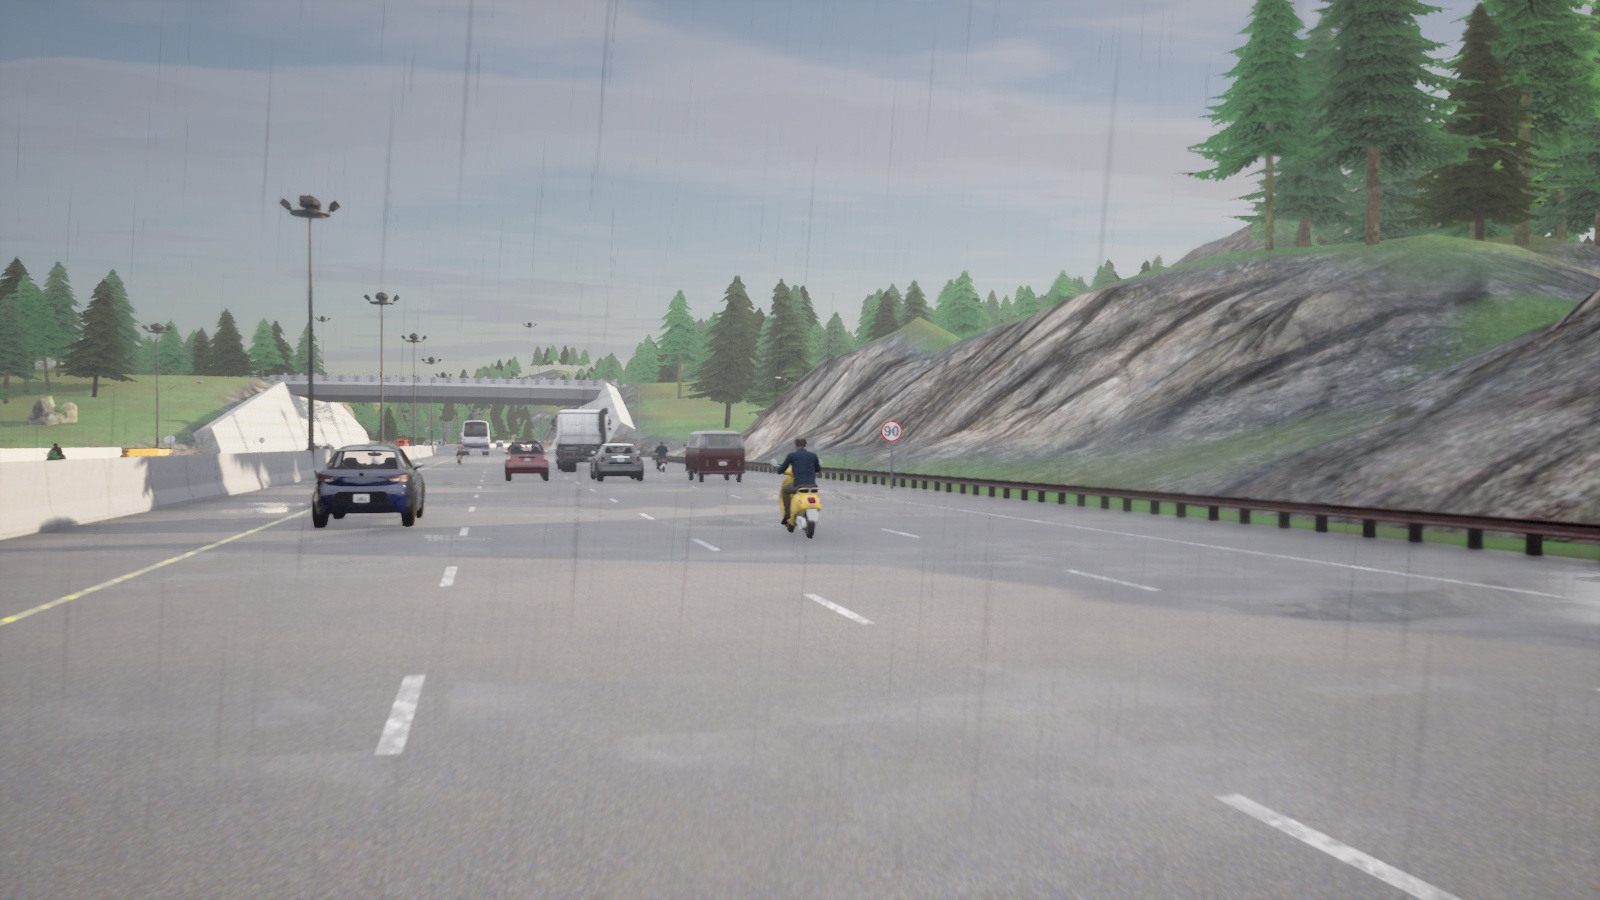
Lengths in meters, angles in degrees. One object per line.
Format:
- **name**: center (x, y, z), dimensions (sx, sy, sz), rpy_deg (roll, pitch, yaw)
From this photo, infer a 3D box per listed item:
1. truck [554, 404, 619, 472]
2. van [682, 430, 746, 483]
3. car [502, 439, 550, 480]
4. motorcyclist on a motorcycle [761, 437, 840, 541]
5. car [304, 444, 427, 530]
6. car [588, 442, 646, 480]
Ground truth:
- **truck**: center (-11.640, -0.624, 67.893), dimensions (2.891, 3.462, 7.936), rpy_deg (0, 0, -14)
- **van**: center (-3.382, 0.225, 48.748), dimensions (1.775, 1.987, 4.442), rpy_deg (0, 0, -14)
- **car**: center (-11.313, 0.346, 51.739), dimensions (1.851, 1.617, 3.988), rpy_deg (0, 0, -14)
- **motorcyclist on a motorcycle**: center (-0.018, 0.587, 20.104), dimensions (0.866, 1.590, 1.817), rpy_deg (0, 0, -14)
- **car**: center (-8.127, 0.620, 23.826), dimensions (1.816, 1.474, 4.193), rpy_deg (0, 0, -14)
- **car**: center (-7.412, 0.424, 50.502), dimensions (1.970, 1.475, 3.806), rpy_deg (0, 0, -14)
